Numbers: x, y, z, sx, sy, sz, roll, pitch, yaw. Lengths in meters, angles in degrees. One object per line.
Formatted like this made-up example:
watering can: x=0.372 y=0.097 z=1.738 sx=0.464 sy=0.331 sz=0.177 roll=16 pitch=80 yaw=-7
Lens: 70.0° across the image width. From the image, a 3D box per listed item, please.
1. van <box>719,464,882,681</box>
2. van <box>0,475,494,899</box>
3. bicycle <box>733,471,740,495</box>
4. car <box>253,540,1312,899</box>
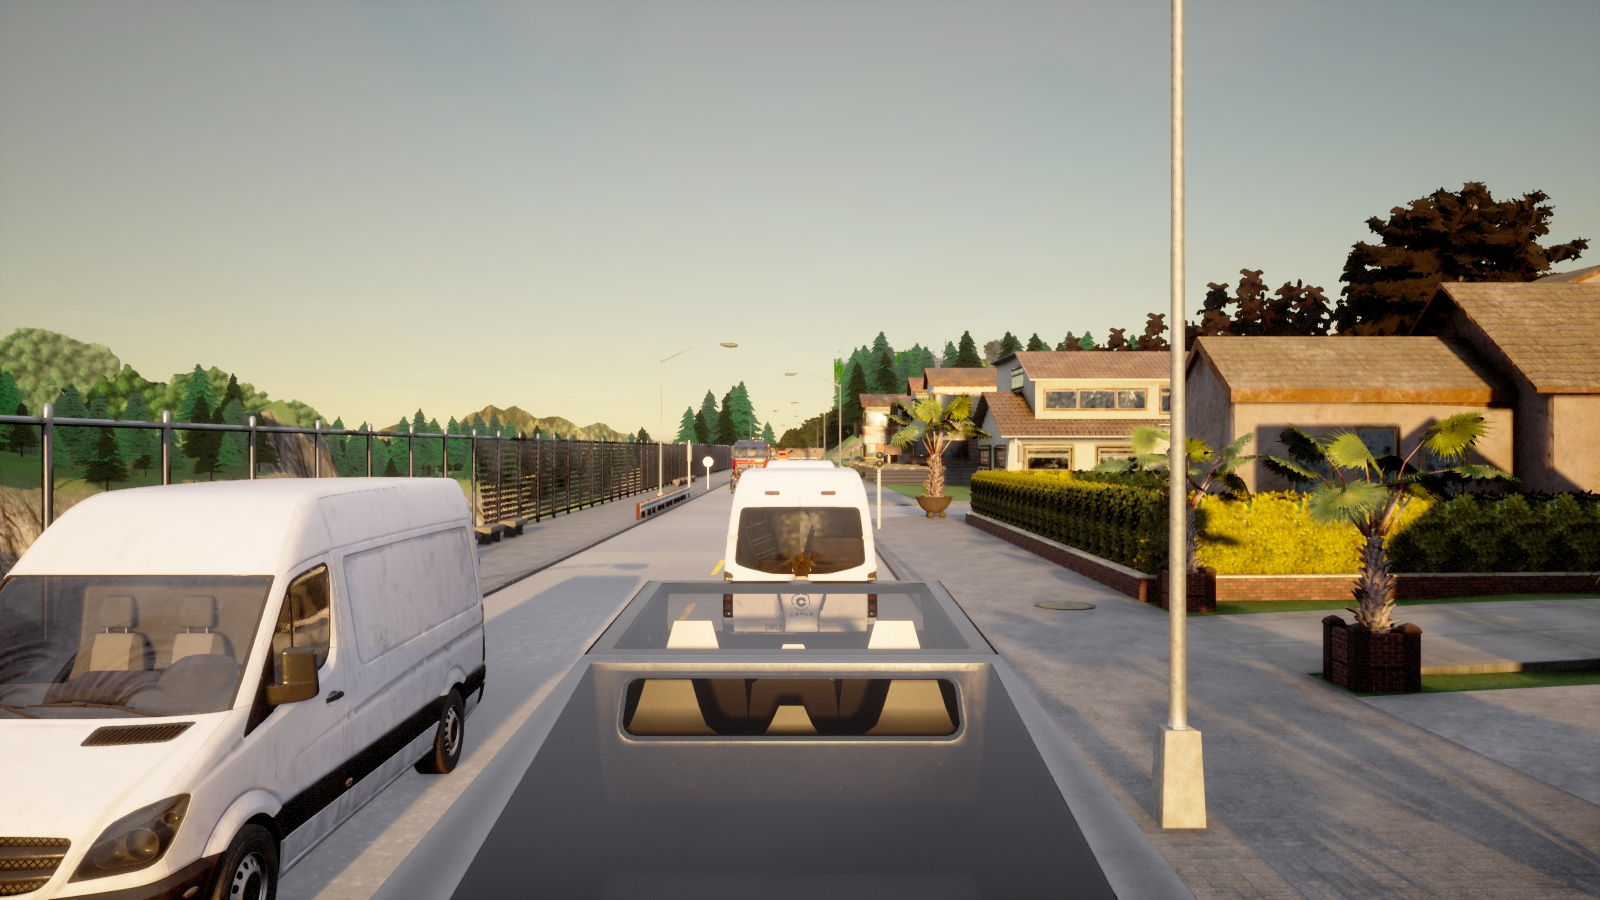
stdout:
van: x=0.009 y=1.528 z=16.844 sx=1.988 sy=2.561 sz=5.915 roll=0 pitch=0 yaw=0
van: x=-3.993 y=1.531 z=8.228 sx=1.988 sy=2.561 sz=5.915 roll=0 pitch=0 yaw=0
bicycle: x=-3.968 y=2.032 z=71.211 sx=0.329 sy=1.471 sz=1.835 roll=0 pitch=0 yaw=0
car: x=-0.034 y=1.751 z=5.716 sx=2.390 sy=2.098 sz=6.274 roll=0 pitch=0 yaw=0
